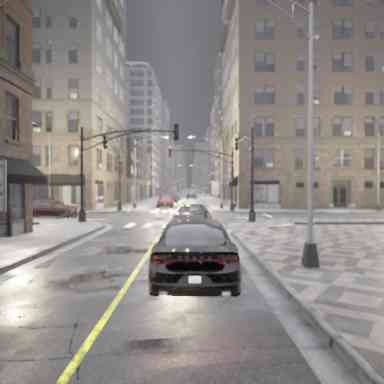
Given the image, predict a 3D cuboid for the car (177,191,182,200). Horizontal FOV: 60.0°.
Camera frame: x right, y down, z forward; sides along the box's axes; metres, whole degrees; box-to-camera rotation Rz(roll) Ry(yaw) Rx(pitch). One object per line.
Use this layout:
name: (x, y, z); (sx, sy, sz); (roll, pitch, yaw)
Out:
car: (-3.141, 1.042, 52.547); (2.033, 1.411, 5.357); (0, 1, 0)

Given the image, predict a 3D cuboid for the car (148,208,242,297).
car: (0.057, 1.395, 8.442); (1.882, 1.535, 5.008); (0, 1, 0)

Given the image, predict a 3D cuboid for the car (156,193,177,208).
car: (-3.172, 1.091, 40.135); (1.882, 1.535, 5.008); (0, 1, -1)

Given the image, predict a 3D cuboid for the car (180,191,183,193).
car: (-3.167, 0.902, 62.437); (1.837, 1.490, 4.892); (0, 1, 0)

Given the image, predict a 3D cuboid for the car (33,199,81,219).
car: (-10.643, 1.288, 24.796); (4.674, 1.442, 1.812); (0, 1, 2)

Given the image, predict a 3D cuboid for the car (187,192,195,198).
car: (-0.160, 0.680, 80.675); (1.837, 1.490, 4.892); (0, 1, 0)

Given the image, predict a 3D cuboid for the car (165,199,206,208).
car: (0.073, 1.366, 18.769); (2.033, 1.411, 5.357); (0, 1, 5)

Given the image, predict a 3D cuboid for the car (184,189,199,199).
car: (-0.140, 0.676, 70.621); (2.097, 1.767, 4.553); (0, 1, 0)
